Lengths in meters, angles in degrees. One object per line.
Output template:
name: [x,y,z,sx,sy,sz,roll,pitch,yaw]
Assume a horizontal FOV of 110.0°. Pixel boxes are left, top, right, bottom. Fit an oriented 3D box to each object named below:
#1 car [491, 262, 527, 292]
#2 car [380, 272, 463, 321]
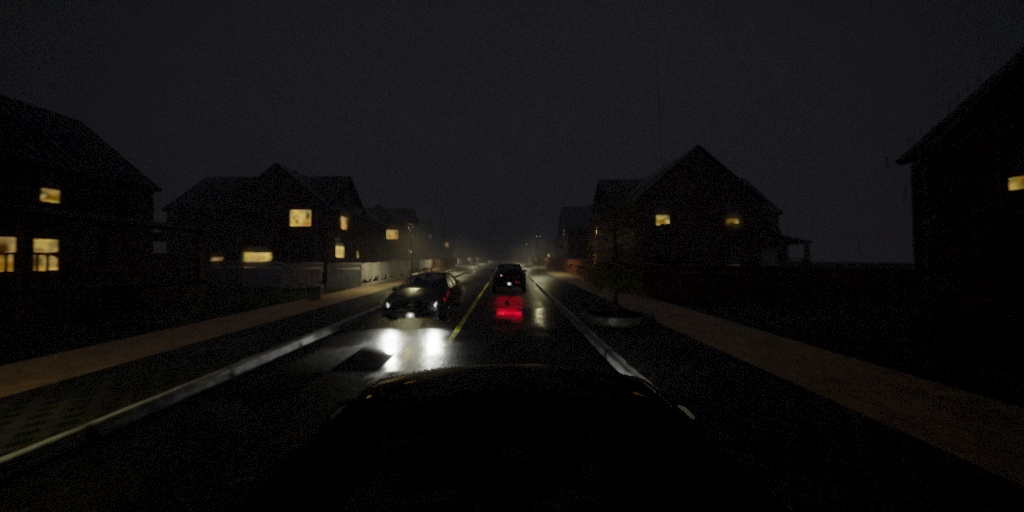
car: [-0.167,1.186,20.766,1.837,1.490,4.892,0,0,-1]
car: [-2.888,1.277,12.716,2.033,1.411,5.357,0,0,-1]
